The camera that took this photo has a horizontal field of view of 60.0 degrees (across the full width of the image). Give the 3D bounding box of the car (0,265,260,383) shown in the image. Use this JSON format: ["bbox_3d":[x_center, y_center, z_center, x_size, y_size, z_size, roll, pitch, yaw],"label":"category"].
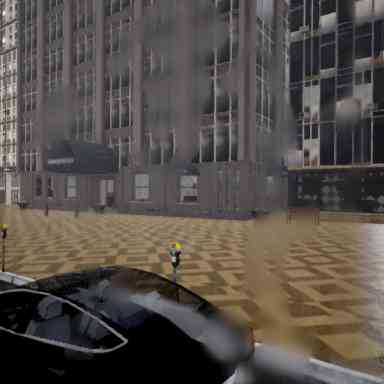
[{"bbox_3d":[-1.362,1.566,3.838,4.313,1.339,1.947,0,1,35],"label":"car"}]
